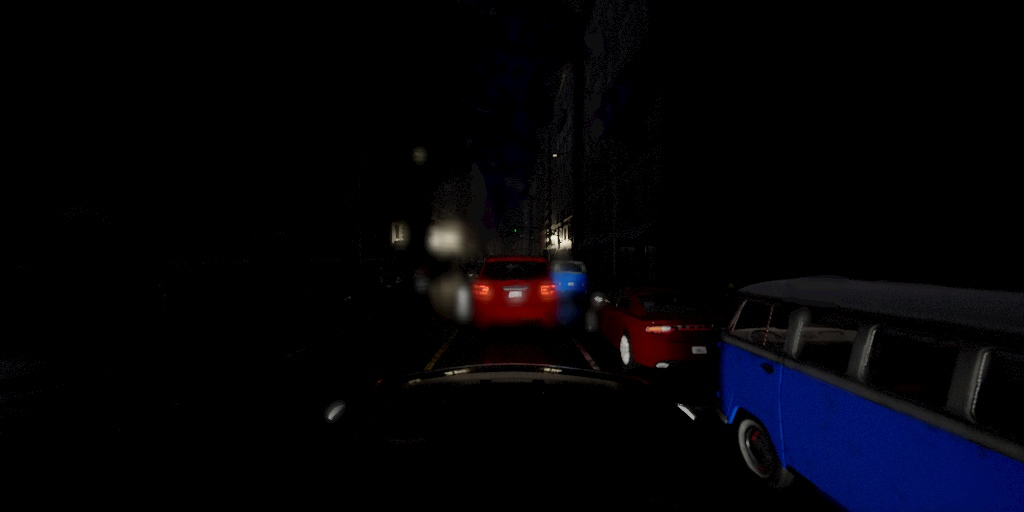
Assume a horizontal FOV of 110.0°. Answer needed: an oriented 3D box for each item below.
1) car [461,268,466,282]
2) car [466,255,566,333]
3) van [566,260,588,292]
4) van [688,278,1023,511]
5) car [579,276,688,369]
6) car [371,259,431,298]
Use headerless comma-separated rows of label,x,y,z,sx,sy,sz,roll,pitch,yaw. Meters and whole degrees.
car,-2.971,1.319,29.455,1.837,1.490,4.892,0,0,0
car,0.111,0.986,10.917,2.150,2.045,5.566,0,0,0
van,2.875,1.115,19.015,1.690,1.789,3.998,0,0,0
van,2.856,1.091,2.033,1.690,1.789,3.998,0,0,0
car,2.862,1.305,7.694,1.888,1.381,4.507,0,0,0
car,-5.650,1.089,18.985,2.192,1.841,5.009,0,0,0
